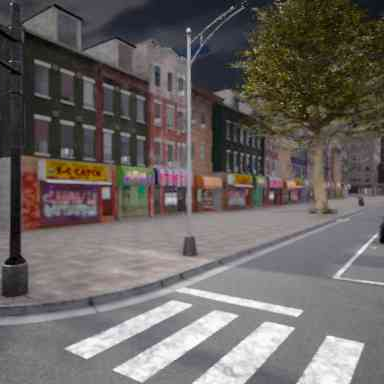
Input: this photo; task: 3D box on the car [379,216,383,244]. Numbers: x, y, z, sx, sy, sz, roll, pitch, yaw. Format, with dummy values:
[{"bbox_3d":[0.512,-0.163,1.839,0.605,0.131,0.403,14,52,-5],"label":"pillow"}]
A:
[{"bbox_3d":[9.119,1.423,14.206,1.947,1.339,4.313,0,1,35],"label":"car"}]
